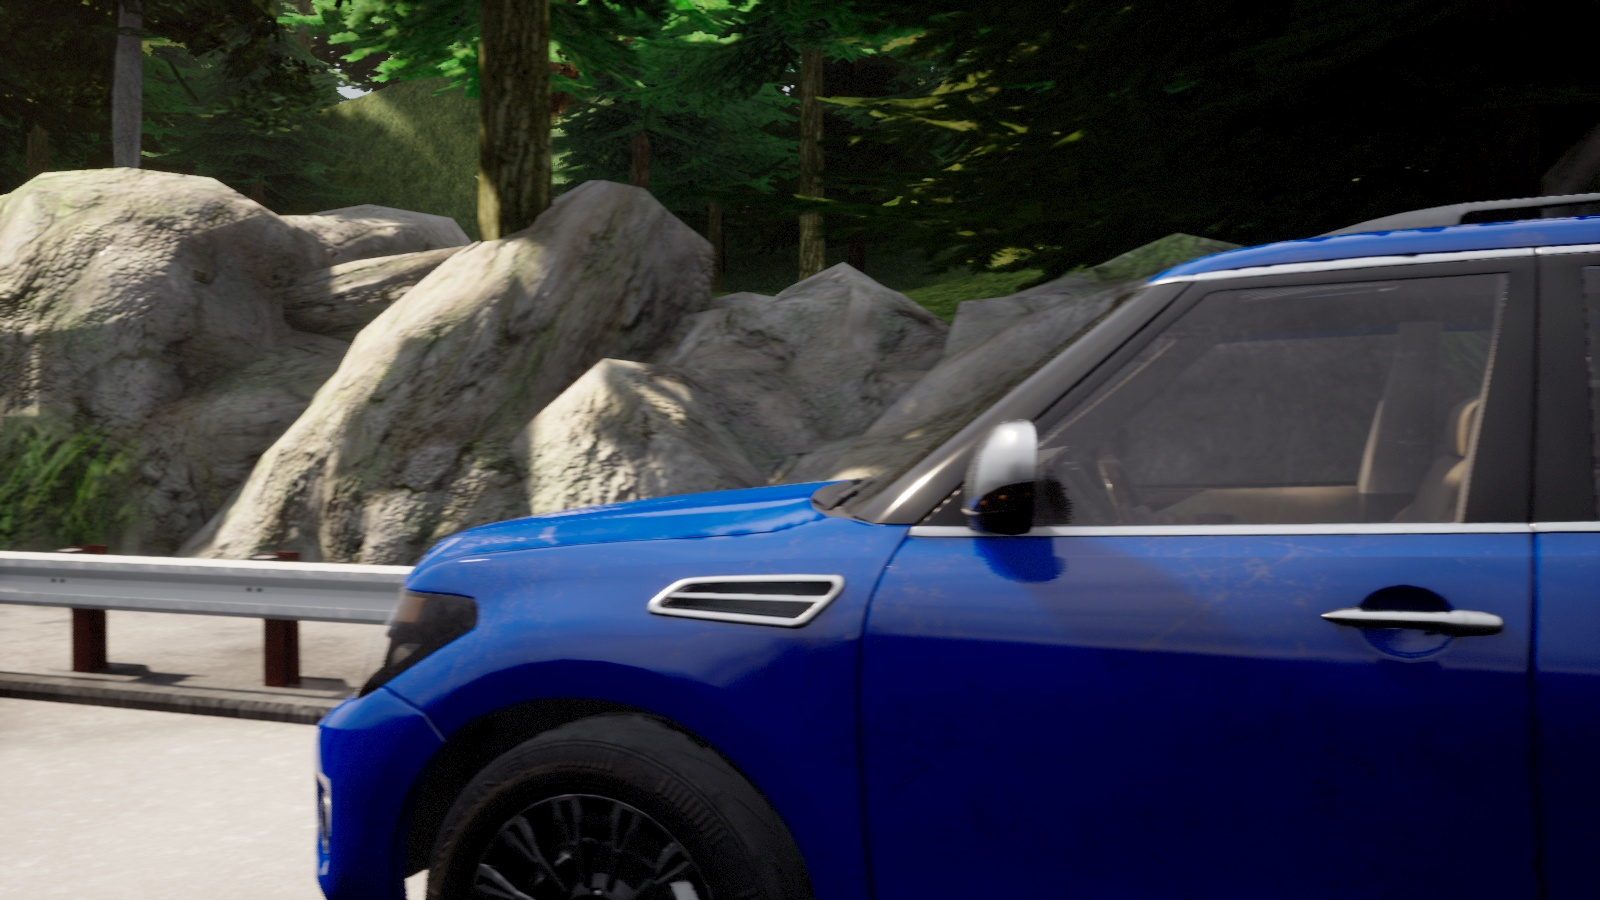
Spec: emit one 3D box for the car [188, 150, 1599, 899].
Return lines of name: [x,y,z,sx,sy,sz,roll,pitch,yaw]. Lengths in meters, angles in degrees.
car: [1.477,0.499,3.221,5.566,2.045,2.150,1,1,19]
